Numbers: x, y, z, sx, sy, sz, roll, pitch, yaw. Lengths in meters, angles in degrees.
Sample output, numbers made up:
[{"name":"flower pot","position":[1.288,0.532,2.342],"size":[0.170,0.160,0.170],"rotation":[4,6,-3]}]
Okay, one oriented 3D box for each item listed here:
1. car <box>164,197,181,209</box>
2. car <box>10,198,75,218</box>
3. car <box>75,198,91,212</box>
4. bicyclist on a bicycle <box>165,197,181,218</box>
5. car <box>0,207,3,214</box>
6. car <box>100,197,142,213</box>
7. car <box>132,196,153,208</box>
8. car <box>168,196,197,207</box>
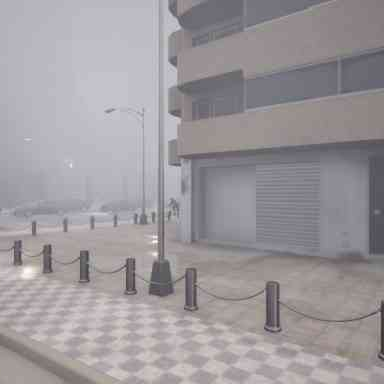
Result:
[{"name":"car","position":[-2.111,1.508,44.344],"size":[1.994,1.385,4.181],"rotation":[0,0,36]},{"name":"car","position":[-13.202,1.436,29.059],"size":[2.128,1.511,4.902],"rotation":[0,0,36]},{"name":"car","position":[-13.097,1.449,35.165],"size":[1.837,1.490,4.892],"rotation":[0,0,36]},{"name":"bicyclist on a bicycle","position":[-1.503,1.246,26.483],"size":[1.656,1.620,0.582],"rotation":[0,0,36]},{"name":"car","position":[-18.581,1.545,27.626],"size":[1.895,1.301,4.718],"rotation":[0,0,36]},{"name":"car","position":[-7.969,1.508,36.275],"size":[1.994,1.385,4.181],"rotation":[0,0,36]},{"name":"car","position":[-7.229,1.296,43.247],"size":[2.097,1.767,4.553],"rotation":[0,0,36]},{"name":"car","position":[-1.371,1.449,51.296],"size":[1.837,1.490,4.892],"rotation":[0,0,36]}]
